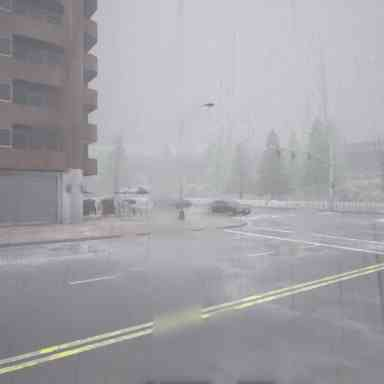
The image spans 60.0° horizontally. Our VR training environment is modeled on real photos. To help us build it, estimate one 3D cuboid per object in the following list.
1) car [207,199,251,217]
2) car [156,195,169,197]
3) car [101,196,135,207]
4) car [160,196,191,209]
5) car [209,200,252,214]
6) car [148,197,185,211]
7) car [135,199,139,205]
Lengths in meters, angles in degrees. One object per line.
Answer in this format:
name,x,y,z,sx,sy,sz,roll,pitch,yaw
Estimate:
car,3.327,1.450,30.790,1.837,1.490,4.892,0,0,-35
car,-2.733,1.492,50.965,2.033,1.411,5.357,0,0,-43
car,-11.246,1.437,48.900,4.902,1.511,2.128,0,0,35
car,-2.176,1.545,44.357,1.895,1.301,4.718,0,0,-38
car,4.052,1.545,35.837,1.895,1.301,4.718,0,0,-35
car,-3.202,1.545,39.983,1.895,1.301,4.718,0,0,-36
car,-10.329,1.436,52.469,4.902,1.511,2.128,0,0,33
